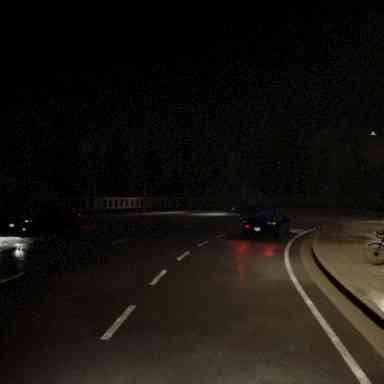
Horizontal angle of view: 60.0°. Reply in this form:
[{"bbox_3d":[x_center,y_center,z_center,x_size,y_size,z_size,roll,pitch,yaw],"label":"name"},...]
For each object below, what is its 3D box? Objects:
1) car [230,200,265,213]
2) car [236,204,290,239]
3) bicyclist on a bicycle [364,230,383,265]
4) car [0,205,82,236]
[{"bbox_3d":[6.395,1.611,37.653,4.902,1.511,2.128,1,0,-39],"label":"car"},{"bbox_3d":[4.089,1.609,17.969,1.812,1.442,4.674,1,0,24],"label":"car"},{"bbox_3d":[6.107,1.446,10.047,1.656,1.620,0.582,2,0,13],"label":"bicyclist on a bicycle"},{"bbox_3d":[-7.587,1.348,17.046,1.994,1.385,4.181,1,0,19],"label":"car"}]
